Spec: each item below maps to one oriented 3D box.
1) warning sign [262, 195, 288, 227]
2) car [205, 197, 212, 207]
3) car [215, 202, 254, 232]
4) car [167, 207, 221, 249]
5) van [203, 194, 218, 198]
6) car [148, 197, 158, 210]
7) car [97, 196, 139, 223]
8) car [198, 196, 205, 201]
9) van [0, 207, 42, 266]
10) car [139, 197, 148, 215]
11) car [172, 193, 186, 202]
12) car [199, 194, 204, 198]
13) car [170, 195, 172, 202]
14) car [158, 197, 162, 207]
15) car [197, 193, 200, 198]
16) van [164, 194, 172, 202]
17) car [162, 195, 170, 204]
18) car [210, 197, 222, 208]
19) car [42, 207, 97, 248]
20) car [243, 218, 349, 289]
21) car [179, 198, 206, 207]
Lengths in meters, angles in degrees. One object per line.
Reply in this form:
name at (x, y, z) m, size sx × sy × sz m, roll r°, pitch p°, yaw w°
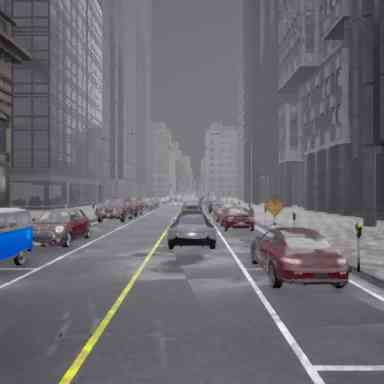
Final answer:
warning sign at (5.067, 1.134, 20.410) m, size 1.300 × 1.860 × 1.060 m, roll 0°, pitch 0°, yaw 0°
car at (2.667, 1.604, 37.114) m, size 1.947 × 1.339 × 4.313 m, roll 0°, pitch 0°, yaw 0°
car at (2.667, 1.563, 20.197) m, size 1.887 × 1.381 × 4.507 m, roll 0°, pitch 0°, yaw 0°
car at (0.000, 1.586, 14.651) m, size 1.994 × 1.385 × 4.181 m, roll 0°, pitch 0°, yaw 0°
van at (2.666, 1.391, 42.753) m, size 1.690 × 1.788 × 3.998 m, roll 0°, pitch 0°, yaw 0°
car at (-5.859, 1.490, 42.768) m, size 1.967 × 1.590 × 4.097 m, roll 0°, pitch 0°, yaw 0°
car at (-5.858, 1.339, 25.850) m, size 2.192 × 1.841 × 5.009 m, roll 0°, pitch 0°, yaw 0°
car at (2.667, 1.747, 93.504) m, size 2.008 × 1.369 × 4.403 m, roll 0°, pitch 0°, yaw 0°
van at (-5.858, 1.347, 8.931) m, size 1.690 × 1.788 × 3.998 m, roll 0°, pitch 0°, yaw 0°
car at (-5.858, 1.345, 31.489) m, size 2.192 × 1.841 × 5.009 m, roll 0°, pitch 0°, yaw 0°
car at (-3.000, 1.632, 75.933) m, size 1.812 × 1.442 × 4.674 m, roll 0°, pitch 0°, yaw 0°
car at (2.667, 1.625, 59.877) m, size 1.752 × 1.417 × 4.829 m, roll 0°, pitch 0°, yaw 1°
car at (-5.860, 1.680, 76.436) m, size 1.752 × 1.417 × 4.829 m, roll 0°, pitch 0°, yaw 0°
car at (-5.859, 1.503, 48.407) m, size 1.967 × 1.590 × 4.097 m, roll 0°, pitch 0°, yaw 0°
car at (2.666, 1.453, 70.946) m, size 2.192 × 1.841 × 5.009 m, roll 0°, pitch 0°, yaw 0°
van at (-5.860, 1.513, 82.248) m, size 1.690 × 1.788 × 3.998 m, roll 0°, pitch 0°, yaw 0°
car at (-5.867, 1.642, 65.123) m, size 1.752 × 1.417 × 4.829 m, roll 0°, pitch 0°, yaw 1°
car at (2.667, 1.464, 25.836) m, size 1.967 × 1.590 × 4.097 m, roll 0°, pitch 0°, yaw 0°
car at (-5.858, 1.452, 14.570) m, size 1.967 × 1.590 × 4.097 m, roll 0°, pitch 0°, yaw 0°
car at (2.667, 1.588, 8.918) m, size 1.802 × 1.307 × 4.206 m, roll 0°, pitch 0°, yaw 0°
car at (0.000, 1.546, 29.651) m, size 1.837 × 1.490 × 4.892 m, roll 0°, pitch 0°, yaw 0°
